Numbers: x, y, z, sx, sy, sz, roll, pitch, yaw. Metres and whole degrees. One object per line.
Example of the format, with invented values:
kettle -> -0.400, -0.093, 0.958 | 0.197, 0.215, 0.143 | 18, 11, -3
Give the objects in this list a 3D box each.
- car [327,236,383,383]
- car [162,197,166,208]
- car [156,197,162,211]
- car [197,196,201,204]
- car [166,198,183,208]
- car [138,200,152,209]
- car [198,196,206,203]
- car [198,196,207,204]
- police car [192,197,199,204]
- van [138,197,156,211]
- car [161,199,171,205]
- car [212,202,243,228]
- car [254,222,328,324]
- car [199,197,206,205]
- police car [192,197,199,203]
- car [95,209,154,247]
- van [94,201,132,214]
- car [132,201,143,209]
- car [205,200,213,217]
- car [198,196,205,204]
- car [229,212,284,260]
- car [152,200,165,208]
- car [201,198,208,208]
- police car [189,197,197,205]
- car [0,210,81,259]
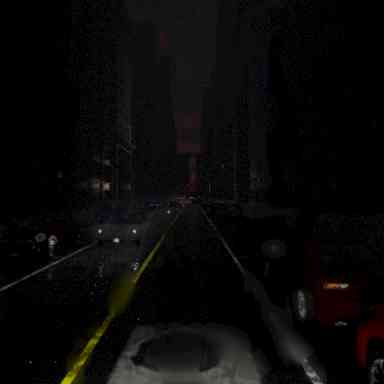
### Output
car -> 2.759, 1.328, 1.501 | 2.192, 1.841, 5.009 | 0, 0, 0
car -> -5.780, 1.726, 52.217 | 2.192, 1.841, 5.009 | 0, 0, 0
car -> -5.778, 1.806, 46.579 | 1.967, 1.590, 4.097 | 0, 0, 0
car -> 2.738, 2.037, 74.769 | 1.967, 1.590, 4.097 | 0, 0, 0
car -> -3.076, 2.046, 56.384 | 1.895, 1.301, 4.718 | 0, 0, 0
car -> -5.775, 1.825, 35.305 | 2.008, 1.369, 4.403 | 0, 0, 0
car -> 2.733, 2.060, 91.677 | 2.192, 1.841, 5.009 | 0, -1, 0
car -> 2.734, 2.010, 86.041 | 2.192, 1.841, 5.009 | 0, -1, 0
police car -> 0.845, 2.121, 86.132 | 1.930, 1.638, 5.238 | 0, -1, 0
van -> -5.777, 1.661, 40.944 | 1.690, 1.788, 3.998 | 0, 0, 0
car -> -5.786, 2.179, 74.761 | 1.802, 1.307, 4.206 | 0, 0, 0
car -> 2.753, 1.626, 24.043 | 1.967, 1.590, 4.097 | 0, 0, 0
car -> 2.759, 1.600, 7.135 | 1.887, 1.381, 4.507 | 0, 0, 0
car -> 2.743, 2.085, 63.496 | 1.802, 1.307, 4.206 | 0, 0, 0
police car -> 0.842, 2.174, 92.132 | 1.930, 1.638, 5.238 | 0, -1, 0
car -> -3.105, 1.724, 15.960 | 1.895, 1.301, 4.718 | 0, 0, 0
van -> -5.772, 1.527, 24.035 | 1.690, 1.788, 3.998 | 0, 0, 0
car -> -5.773, 1.754, 29.500 | 1.752, 1.417, 4.829 | 0, 0, 0
car -> 2.750, 1.840, 35.315 | 1.947, 1.339, 4.313 | 0, 0, 0
car -> 2.741, 2.131, 69.132 | 1.802, 1.307, 4.206 | 0, 0, 0
car -> 2.757, 1.665, 12.771 | 1.947, 1.339, 4.313 | 0, 0, 0
car -> -5.781, 2.023, 57.852 | 1.947, 1.339, 4.313 | 0, 0, 0
car -> 2.746, 1.993, 52.223 | 1.802, 1.307, 4.206 | 0, 0, 0
police car -> 0.879, 2.034, 76.132 | 1.930, 1.638, 5.238 | 0, 0, 0
car -> -5.768, 1.539, 12.761 | 1.967, 1.590, 4.097 | 0, 0, 0
